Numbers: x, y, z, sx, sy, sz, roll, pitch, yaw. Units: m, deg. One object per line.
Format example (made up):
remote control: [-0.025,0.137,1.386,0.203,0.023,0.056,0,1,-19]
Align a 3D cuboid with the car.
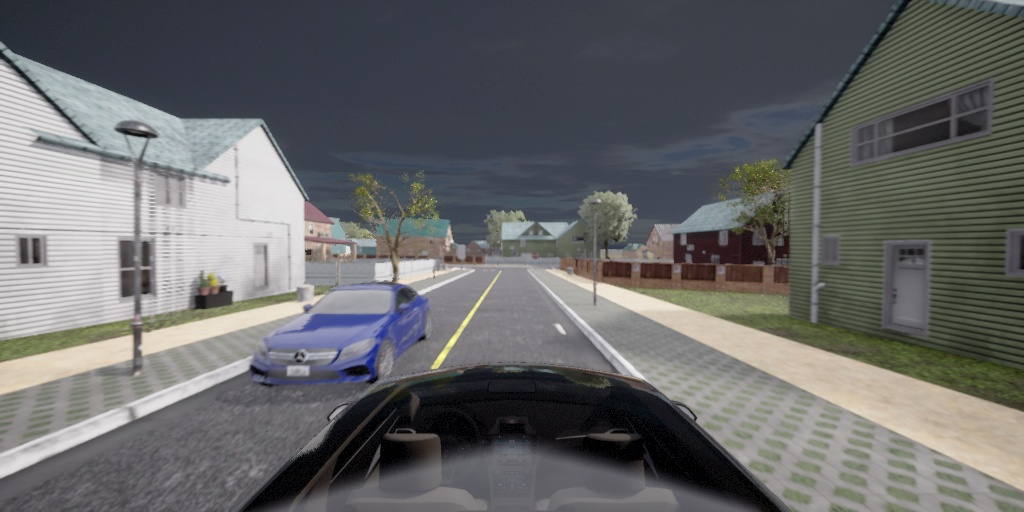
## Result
car: [-2.837,1.258,7.077,1.812,1.442,4.674,0,0,0]
